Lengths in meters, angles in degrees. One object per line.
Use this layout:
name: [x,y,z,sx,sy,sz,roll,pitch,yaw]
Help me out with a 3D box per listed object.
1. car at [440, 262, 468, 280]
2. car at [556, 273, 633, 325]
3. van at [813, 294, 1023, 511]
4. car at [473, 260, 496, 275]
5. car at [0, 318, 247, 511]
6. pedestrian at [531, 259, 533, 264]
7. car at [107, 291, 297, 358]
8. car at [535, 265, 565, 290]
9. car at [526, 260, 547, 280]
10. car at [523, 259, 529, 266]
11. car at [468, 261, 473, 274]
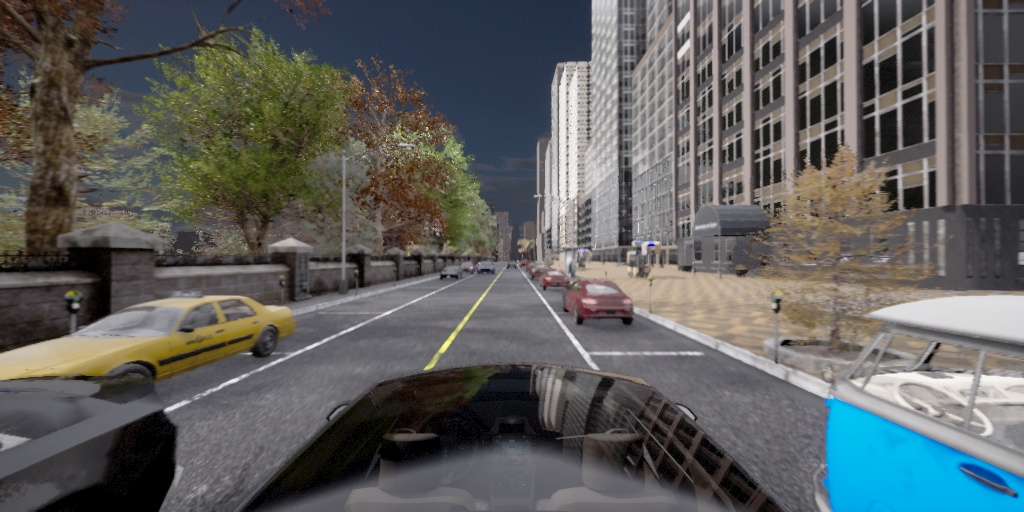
car: [-5.694,1.517,34.347,1.948,1.339,4.313,0,0,0]
car: [2.687,1.393,11.819,1.802,1.307,4.207,0,0,0]
van: [2.688,1.084,0.556,1.690,1.789,3.998,0,0,0]
car: [-3.088,1.364,43.447,2.097,1.767,4.553,0,0,0]
car: [-3.101,1.233,0.280,2.128,1.511,4.902,0,0,0]
pedestrian: [2.995,1.390,54.799,0.375,1.860,0.375,0,0,-3]
car: [-5.693,1.302,6.017,1.751,1.417,4.829,0,0,0]
car: [2.687,1.462,23.083,1.802,1.307,4.207,0,0,0]
car: [2.686,1.390,34.348,1.967,1.591,4.097,0,0,0]
car: [2.995,1.602,51.960,1.812,1.442,4.674,0,0,0]
car: [-5.696,1.468,45.610,1.967,1.591,4.097,0,0,0]
